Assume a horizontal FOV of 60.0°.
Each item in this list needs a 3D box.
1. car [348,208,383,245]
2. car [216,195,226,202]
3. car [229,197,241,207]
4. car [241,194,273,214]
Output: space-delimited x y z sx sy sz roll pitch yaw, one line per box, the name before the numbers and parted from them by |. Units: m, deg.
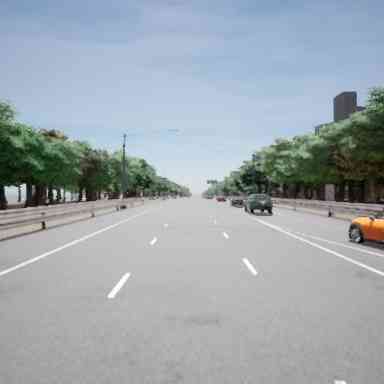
car | 8.382 1.367 13.292 2.097 1.767 4.553 0 0 -9
car | 7.132 1.558 82.811 2.097 1.767 4.553 0 -1 0
car | 7.019 1.520 52.464 1.837 1.490 4.892 0 0 0
car | 6.999 1.227 35.388 2.150 2.045 5.566 0 0 0
